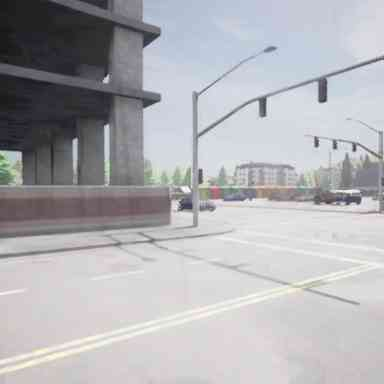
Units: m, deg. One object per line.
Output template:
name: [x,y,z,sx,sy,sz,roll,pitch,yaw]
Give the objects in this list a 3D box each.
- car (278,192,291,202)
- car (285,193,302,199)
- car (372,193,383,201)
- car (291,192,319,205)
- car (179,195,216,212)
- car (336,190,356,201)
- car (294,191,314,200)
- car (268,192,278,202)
car: [18.018,1.062,60.226,3.905,1.438,1.784,0,0,-35]
car: [23.893,0.970,78.020,3.905,1.438,1.784,0,0,-35]
car: [35.349,1.000,61.878,3.806,1.475,1.970,0,0,-35]
car: [19.690,1.093,57.862,3.806,1.475,1.970,0,0,-35]
car: [0.518,1.171,35.028,2.097,1.767,4.553,0,0,-36]
car: [39.802,0.655,85.755,3.866,1.878,1.905,0,0,-35]
car: [25.513,0.760,75.618,4.605,1.855,1.932,0,0,-35]
car: [16.426,0.852,62.386,4.605,1.855,1.932,0,0,-35]
